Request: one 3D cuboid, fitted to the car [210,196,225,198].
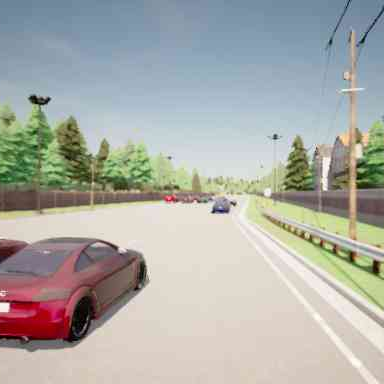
[{"bbox_3d":[5.815,1.869,73.269,2.033,1.411,5.357,0,0,10],"label":"car"}]

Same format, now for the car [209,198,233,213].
[{"bbox_3d":[3.523,1.747,39.566,1.994,1.385,4.181,0,0,10],"label":"car"}]

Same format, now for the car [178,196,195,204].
[{"bbox_3d":[-1.009,1.682,74.874,2.097,1.767,4.553,0,0,10],"label":"car"}]

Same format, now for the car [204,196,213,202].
[{"bbox_3d":[4.191,1.740,84.141,1.812,1.442,4.674,0,0,10],"label":"car"}]

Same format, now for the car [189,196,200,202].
[{"bbox_3d":[0.744,1.691,84.753,1.882,1.535,5.008,0,0,10],"label":"car"}]

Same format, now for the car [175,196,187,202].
[{"bbox_3d":[-2.702,1.736,85.365,2.128,1.511,4.902,0,0,10],"label":"car"}]

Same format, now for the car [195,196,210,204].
[{"bbox_3d":[2.442,1.882,74.291,1.994,1.385,4.181,0,0,10],"label":"car"}]

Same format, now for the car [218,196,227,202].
[{"bbox_3d":[7.637,1.771,83.529,1.994,1.385,4.181,0,0,10],"label":"car"}]

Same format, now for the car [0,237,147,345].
[{"bbox_3d":[-2.355,1.591,6.639,1.994,1.385,4.181,0,0,10],"label":"car"}]

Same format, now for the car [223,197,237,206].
[{"bbox_3d":[7.139,1.882,60.131,1.895,1.301,4.718,0,0,10],"label":"car"}]

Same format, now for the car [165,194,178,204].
[{"bbox_3d":[-4.517,1.546,75.135,2.150,2.045,5.566,0,0,10],"label":"car"}]
